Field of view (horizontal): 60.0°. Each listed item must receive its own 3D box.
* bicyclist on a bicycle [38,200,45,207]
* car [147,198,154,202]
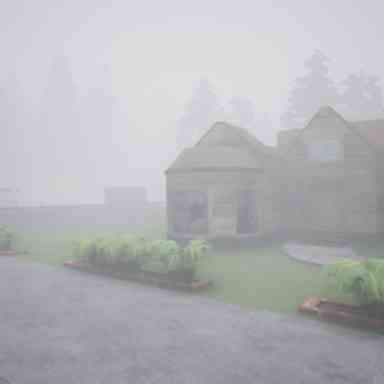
[{"bbox_3d":[-16.074,1.663,35.378,1.656,1.620,0.582,-1,-1,36],"label":"bicyclist on a bicycle"},{"bbox_3d":[-8.392,1.571,53.524,2.150,2.045,5.566,-1,0,36],"label":"car"}]
